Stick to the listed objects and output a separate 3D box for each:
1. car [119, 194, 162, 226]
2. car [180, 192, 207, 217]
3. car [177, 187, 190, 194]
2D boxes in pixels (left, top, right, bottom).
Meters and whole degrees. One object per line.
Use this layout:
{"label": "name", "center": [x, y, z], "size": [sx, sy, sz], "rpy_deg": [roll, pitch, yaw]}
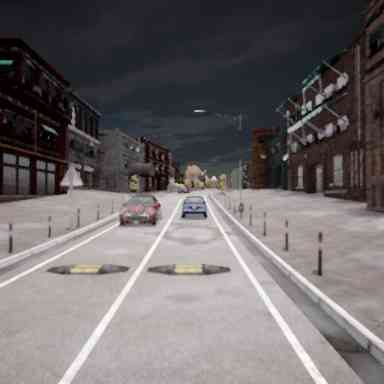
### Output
{"label": "car", "center": [-3.030, 0.998, 20.302], "size": [2.097, 1.767, 4.553], "rpy_deg": [0, 2, 0]}
{"label": "car", "center": [0.189, 1.008, 25.153], "size": [2.033, 1.411, 5.357], "rpy_deg": [0, 2, 0]}
{"label": "car", "center": [-1.579, -0.303, 62.260], "size": [1.994, 1.385, 4.181], "rpy_deg": [0, 1, 6]}
